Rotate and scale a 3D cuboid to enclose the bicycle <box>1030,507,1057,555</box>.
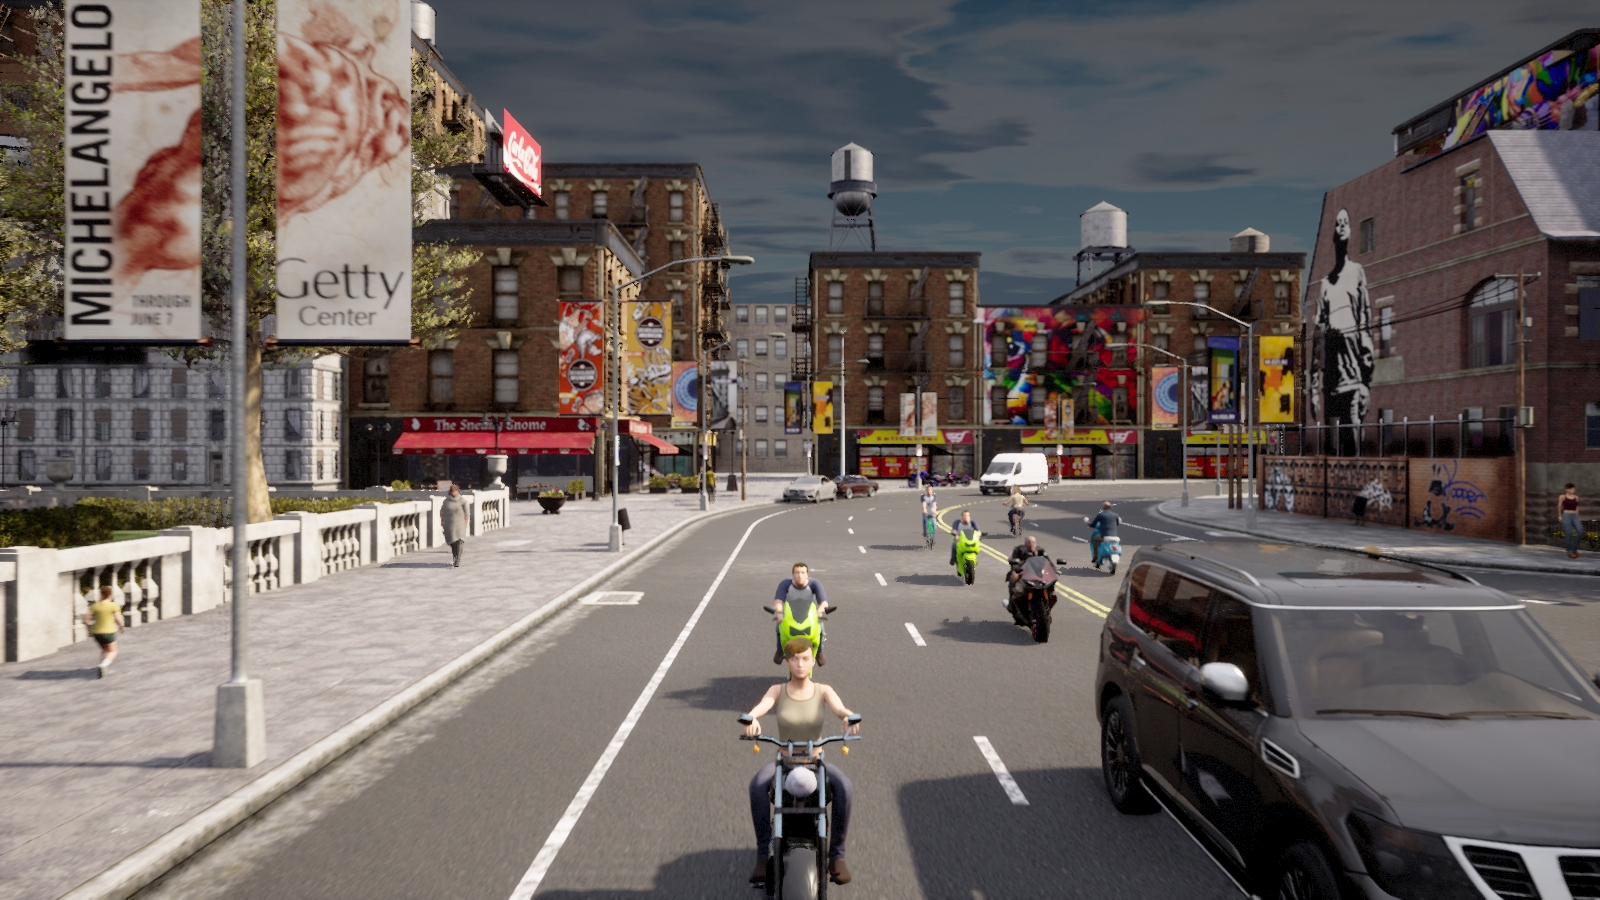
[{"bbox_3d":[6.607,2.196,31.077,0.373,1.196,1.643,0,0,0],"label":"bicycle"}]

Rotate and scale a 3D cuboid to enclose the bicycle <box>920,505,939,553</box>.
[{"bbox_3d":[3.629,2.196,32.011,0.373,1.196,1.643,0,1,1],"label":"bicycle"}]

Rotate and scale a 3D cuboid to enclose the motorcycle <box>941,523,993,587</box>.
[{"bbox_3d":[3.533,2.204,24.290,0.803,1.145,2.033,0,1,0],"label":"motorcycle"}]

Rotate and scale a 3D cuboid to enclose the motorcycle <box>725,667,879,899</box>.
[{"bbox_3d":[0.011,2.167,6.850,0.764,1.277,2.356,0,0,0],"label":"motorcycle"}]

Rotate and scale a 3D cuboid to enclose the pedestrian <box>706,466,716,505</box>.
[{"bbox_3d":[-4.233,1.679,54.194,0.375,1.860,0.375,0,0,10],"label":"pedestrian"}]

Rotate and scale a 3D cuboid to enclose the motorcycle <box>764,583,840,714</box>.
[{"bbox_3d":[0.022,2.208,13.055,0.803,1.145,2.033,0,0,0],"label":"motorcycle"}]

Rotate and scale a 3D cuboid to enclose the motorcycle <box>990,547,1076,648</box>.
[{"bbox_3d":[3.506,2.199,17.405,0.867,1.251,2.209,0,0,0],"label":"motorcycle"}]

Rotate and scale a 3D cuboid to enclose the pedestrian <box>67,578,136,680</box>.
[{"bbox_3d":[-8.110,2.072,13.279,0.500,1.100,0.500,0,0,-2],"label":"pedestrian"}]

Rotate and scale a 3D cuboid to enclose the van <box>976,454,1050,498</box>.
[{"bbox_3d":[13.074,1.512,69.889,1.988,2.561,5.915,0,0,38],"label":"van"}]

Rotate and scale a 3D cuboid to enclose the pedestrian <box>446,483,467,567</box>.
[{"bbox_3d":[-7.729,1.688,25.721,0.375,1.860,0.375,0,0,-3],"label":"pedestrian"}]

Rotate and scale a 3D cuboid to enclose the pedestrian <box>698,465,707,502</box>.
[{"bbox_3d":[-4.863,1.680,57.037,0.375,1.860,0.375,0,0,9],"label":"pedestrian"}]

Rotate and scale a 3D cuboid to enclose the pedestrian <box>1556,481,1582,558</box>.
[{"bbox_3d":[18.740,1.687,27.834,0.375,1.860,0.375,0,0,0],"label":"pedestrian"}]

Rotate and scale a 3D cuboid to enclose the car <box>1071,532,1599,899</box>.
[{"bbox_3d":[3.472,1.773,7.325,2.150,2.045,5.566,0,0,0],"label":"car"}]

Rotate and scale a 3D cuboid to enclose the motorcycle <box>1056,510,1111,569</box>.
[{"bbox_3d":[6.915,2.161,28.011,0.764,1.277,2.356,0,0,0],"label":"motorcycle"}]
